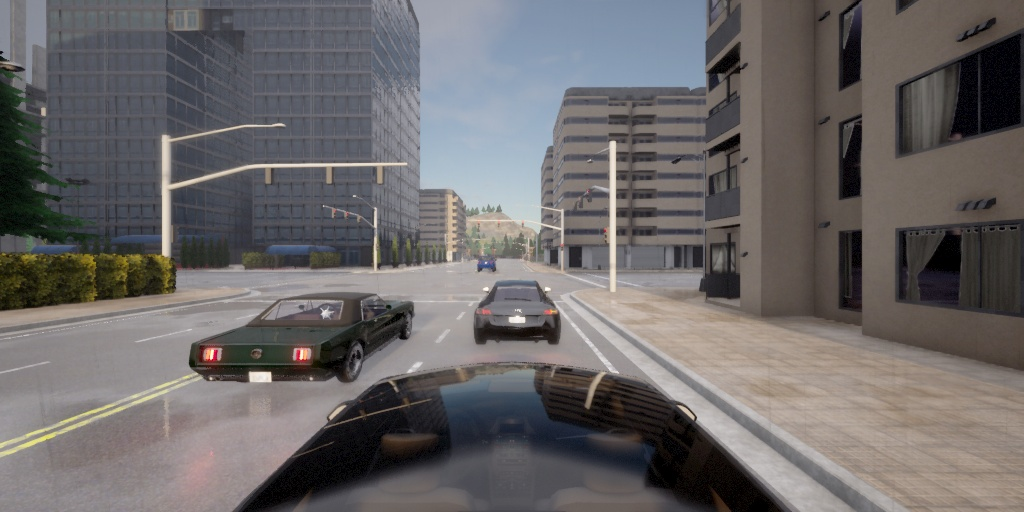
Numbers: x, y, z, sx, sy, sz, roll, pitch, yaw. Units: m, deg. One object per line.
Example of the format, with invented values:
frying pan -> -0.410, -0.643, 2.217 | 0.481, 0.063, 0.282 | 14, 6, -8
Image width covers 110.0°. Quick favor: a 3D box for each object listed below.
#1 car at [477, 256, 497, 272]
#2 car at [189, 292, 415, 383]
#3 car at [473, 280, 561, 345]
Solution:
car -> -3.211, 0.971, 46.306 | 2.150, 2.045, 5.566 | 0, 0, 0
car -> -3.381, 1.351, 7.067 | 1.895, 1.301, 4.718 | 0, 0, 0
car -> 0.130, 1.314, 9.545 | 1.994, 1.385, 4.181 | 0, 0, 1
